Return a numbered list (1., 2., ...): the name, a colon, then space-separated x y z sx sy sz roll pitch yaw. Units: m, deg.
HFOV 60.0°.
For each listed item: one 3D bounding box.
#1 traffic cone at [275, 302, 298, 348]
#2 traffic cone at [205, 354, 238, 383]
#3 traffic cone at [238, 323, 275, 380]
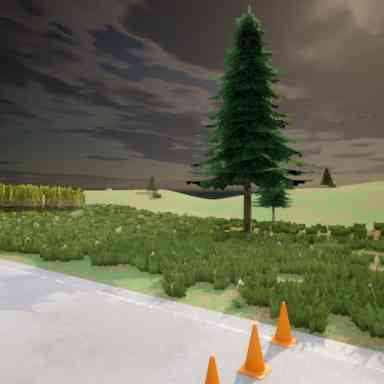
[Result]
1. traffic cone: 1.378 1.955 5.007 0.340 0.580 0.340 0 0 36
2. traffic cone: 0.209 1.955 3.385 0.340 0.580 0.340 0 0 36
3. traffic cone: 0.793 1.955 4.196 0.340 0.580 0.340 0 0 36
